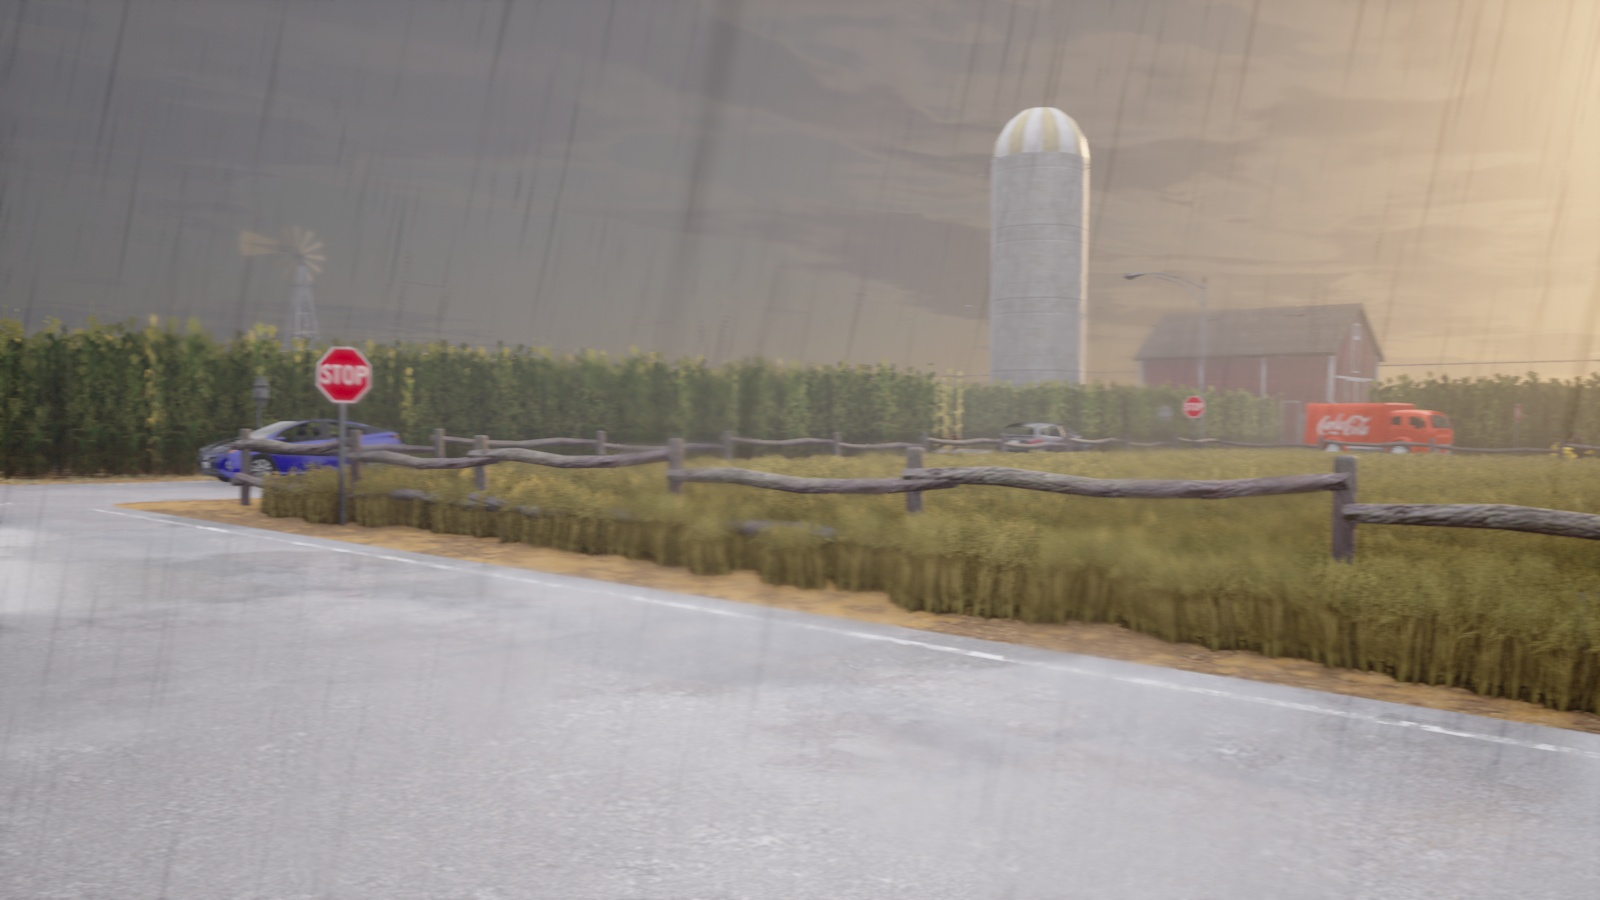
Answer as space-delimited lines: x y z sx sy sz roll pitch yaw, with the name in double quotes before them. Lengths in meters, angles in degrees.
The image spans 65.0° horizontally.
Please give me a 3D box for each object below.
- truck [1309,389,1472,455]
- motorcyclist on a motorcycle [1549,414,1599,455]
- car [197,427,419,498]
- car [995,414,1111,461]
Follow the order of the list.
"truck" 23.168 -1.113 49.479 2.627 2.467 5.204 -2 2 -34
"motorcyclist on a motorcycle" 29.419 -0.601 47.186 2.044 1.523 0.797 1 2 44
"car" -11.711 0.234 30.098 2.007 1.525 4.514 1 2 44
"car" 9.714 -0.508 47.996 2.242 1.667 4.611 1 2 44
